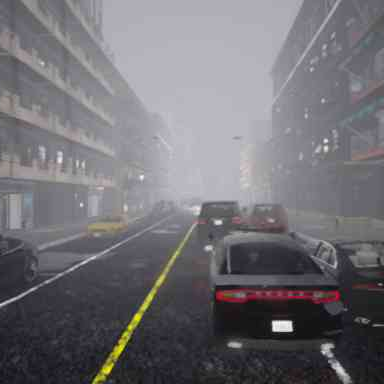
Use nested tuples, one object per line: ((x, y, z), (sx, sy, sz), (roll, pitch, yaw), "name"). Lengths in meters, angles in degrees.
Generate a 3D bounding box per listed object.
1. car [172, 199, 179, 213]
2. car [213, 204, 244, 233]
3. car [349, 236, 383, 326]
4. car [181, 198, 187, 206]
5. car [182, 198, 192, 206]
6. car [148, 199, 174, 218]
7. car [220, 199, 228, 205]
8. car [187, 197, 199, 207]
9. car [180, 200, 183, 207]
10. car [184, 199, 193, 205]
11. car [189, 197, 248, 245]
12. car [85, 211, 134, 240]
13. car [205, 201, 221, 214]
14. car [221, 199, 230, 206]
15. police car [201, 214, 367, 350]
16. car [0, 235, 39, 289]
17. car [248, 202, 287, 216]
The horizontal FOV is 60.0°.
((-3.101, 1.811, 41.247), (2.192, 1.841, 5.009), (0, -1, 3), "car")
((2.386, 1.686, 22.749), (1.801, 1.575, 5.366), (-1, -1, 3), "car")
((3.232, 1.595, 6.982), (2.008, 1.369, 4.403), (0, -1, 3), "car")
((-1.406, 2.101, 69.377), (2.192, 1.841, 5.009), (0, -1, 3), "car")
((-1.067, 2.283, 75.000), (1.967, 1.590, 4.097), (0, -1, 3), "car")
((-3.440, 1.878, 35.620), (1.967, 1.590, 4.097), (0, -1, 3), "car")
((7.638, 2.346, 80.119), (1.887, 1.381, 4.507), (0, -1, 3), "car")
((0.733, 1.883, 60.214), (2.150, 2.045, 5.566), (-1, -1, 3), "car")
((-2.761, 2.136, 46.871), (1.802, 1.307, 4.206), (0, -1, 3), "car")
((-0.727, 2.445, 80.626), (1.887, 1.381, 4.507), (0, -1, 3), "car")
((1.550, 1.385, 16.686), (2.150, 2.045, 5.566), (-2, 0, 9), "car")
((-4.466, 1.786, 18.571), (1.752, 1.417, 4.829), (0, -1, 3), "car")
((2.759, 2.005, 43.695), (2.033, 1.411, 5.357), (-1, -1, 4), "car")
((6.970, 2.213, 69.037), (1.752, 1.417, 4.829), (0, -1, 3), "car")
((1.281, 1.487, 6.712), (1.930, 1.638, 5.238), (-1, -1, 4), "police car")
((-5.133, 1.709, 7.488), (1.947, 1.339, 4.313), (0, -1, 3), "car")
((3.908, 1.478, 18.237), (2.192, 1.841, 5.009), (0, -1, 3), "car")
